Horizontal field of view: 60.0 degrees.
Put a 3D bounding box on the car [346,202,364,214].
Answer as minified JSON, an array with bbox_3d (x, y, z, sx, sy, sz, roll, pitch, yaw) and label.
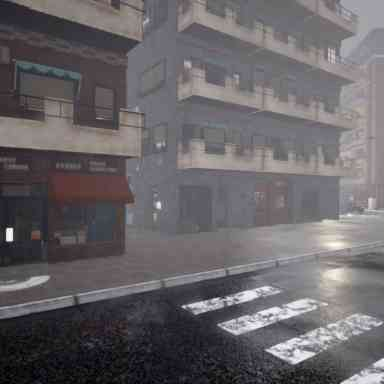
[{"bbox_3d":[18.028,1.789,38.298,1.895,1.301,4.718,0,0,5],"label":"car"}]
